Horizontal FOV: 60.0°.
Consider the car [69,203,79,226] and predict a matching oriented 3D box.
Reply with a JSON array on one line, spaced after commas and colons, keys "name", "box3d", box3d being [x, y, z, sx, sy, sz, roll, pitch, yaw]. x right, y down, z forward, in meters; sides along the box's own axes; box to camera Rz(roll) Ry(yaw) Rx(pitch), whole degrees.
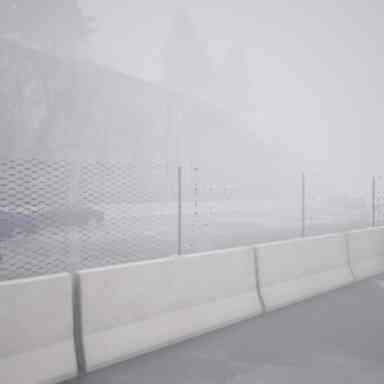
[{"name": "car", "box3d": [-7.783, 1.446, 20.108, 5.008, 1.535, 1.882, 0, 0, -37]}]

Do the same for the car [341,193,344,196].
[{"name": "car", "box3d": [21.656, 1.104, 48.733, 2.150, 2.045, 5.566, 0, 0, 39]}]

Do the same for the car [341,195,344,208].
[{"name": "car", "box3d": [20.747, 1.399, 42.196, 1.837, 1.490, 4.892, 0, 1, 41]}]
